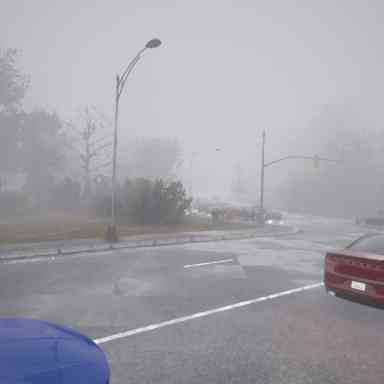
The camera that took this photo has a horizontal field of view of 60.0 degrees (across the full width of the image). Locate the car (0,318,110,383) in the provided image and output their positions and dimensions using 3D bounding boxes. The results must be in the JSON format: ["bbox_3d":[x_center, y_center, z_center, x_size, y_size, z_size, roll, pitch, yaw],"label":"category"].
[{"bbox_3d":[-2.889,1.478,1.681,5.008,1.535,1.882,0,0,-36],"label":"car"}]

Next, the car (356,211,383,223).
[{"bbox_3d":[16.427,2.344,28.335,2.128,1.511,4.902,3,-2,-28],"label":"car"}]

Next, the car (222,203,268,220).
[{"bbox_3d":[5.418,2.170,34.592,1.895,1.301,4.718,3,-1,-23],"label":"car"}]

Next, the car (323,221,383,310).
[{"bbox_3d":[4.969,1.555,7.324,5.008,1.535,1.882,1,-1,-35],"label":"car"}]

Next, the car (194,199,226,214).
[{"bbox_3d":[2.260,2.035,42.791,1.994,1.385,4.181,3,0,-19],"label":"car"}]

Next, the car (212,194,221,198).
[{"bbox_3d":[5.863,1.106,79.152,2.033,1.411,5.357,2,2,-1],"label":"car"}]

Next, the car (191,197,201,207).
[{"bbox_3d":[-0.651,1.703,52.351,2.128,1.511,4.902,2,1,-15],"label":"car"}]

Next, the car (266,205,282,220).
[{"bbox_3d":[8.107,2.215,37.267,1.837,1.490,4.892,3,-1,-21],"label":"car"}]

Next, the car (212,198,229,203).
[{"bbox_3d":[4.631,2.104,46.478,2.033,1.411,5.357,3,1,-18],"label":"car"}]

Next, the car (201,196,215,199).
[{"bbox_3d":[1.916,1.730,56.505,1.837,1.490,4.892,2,2,-12],"label":"car"}]
